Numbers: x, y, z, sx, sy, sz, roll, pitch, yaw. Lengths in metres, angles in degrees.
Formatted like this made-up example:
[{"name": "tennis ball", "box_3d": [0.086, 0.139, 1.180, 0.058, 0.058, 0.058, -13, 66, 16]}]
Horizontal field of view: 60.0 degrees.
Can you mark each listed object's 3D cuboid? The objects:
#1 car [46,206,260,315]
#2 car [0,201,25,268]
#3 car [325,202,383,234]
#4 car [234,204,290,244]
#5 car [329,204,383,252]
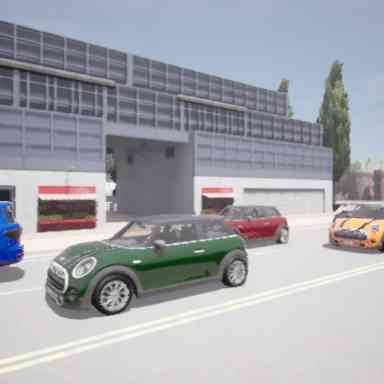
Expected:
[{"name": "car", "box_3d": [-0.855, 1.346, 7.678, 4.553, 1.767, 2.097, 0, 0, -35]}, {"name": "car", "box_3d": [-6.954, 1.226, 7.632, 5.566, 2.045, 2.150, 0, 0, -36]}, {"name": "car", "box_3d": [10.409, 1.461, 19.948, 4.902, 1.511, 2.128, 0, 0, -35]}, {"name": "car", "box_3d": [2.020, 1.337, 14.018, 4.553, 1.767, 2.097, 0, 0, -35]}, {"name": "car", "box_3d": [7.684, 1.330, 13.747, 4.553, 1.767, 2.097, 0, 0, -35]}]
